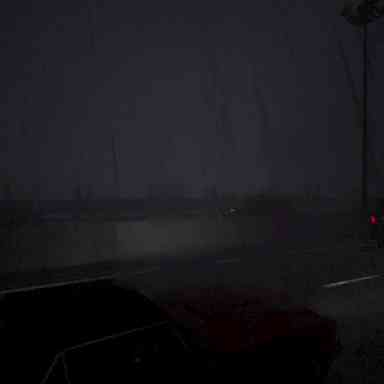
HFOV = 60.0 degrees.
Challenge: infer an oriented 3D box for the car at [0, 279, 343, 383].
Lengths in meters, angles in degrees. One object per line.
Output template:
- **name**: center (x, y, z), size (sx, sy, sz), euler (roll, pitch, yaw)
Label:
- **car**: center (-0.675, 1.590, 3.167), size (4.718, 1.301, 1.895), euler (0, 0, -34)

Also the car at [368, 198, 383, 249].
- **car**: center (9.378, 1.206, 12.898), size (5.566, 2.045, 2.150), euler (0, 0, -26)

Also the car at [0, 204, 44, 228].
- **car**: center (-10.544, 1.436, 17.726), size (4.892, 1.490, 1.837), euler (0, 0, -34)

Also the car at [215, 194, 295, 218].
- **car**: center (4.288, 1.172, 22.271), size (5.566, 2.045, 2.150), euler (0, 0, -26)
